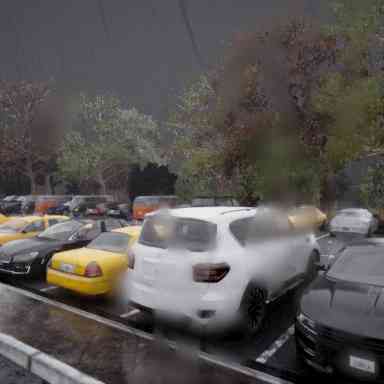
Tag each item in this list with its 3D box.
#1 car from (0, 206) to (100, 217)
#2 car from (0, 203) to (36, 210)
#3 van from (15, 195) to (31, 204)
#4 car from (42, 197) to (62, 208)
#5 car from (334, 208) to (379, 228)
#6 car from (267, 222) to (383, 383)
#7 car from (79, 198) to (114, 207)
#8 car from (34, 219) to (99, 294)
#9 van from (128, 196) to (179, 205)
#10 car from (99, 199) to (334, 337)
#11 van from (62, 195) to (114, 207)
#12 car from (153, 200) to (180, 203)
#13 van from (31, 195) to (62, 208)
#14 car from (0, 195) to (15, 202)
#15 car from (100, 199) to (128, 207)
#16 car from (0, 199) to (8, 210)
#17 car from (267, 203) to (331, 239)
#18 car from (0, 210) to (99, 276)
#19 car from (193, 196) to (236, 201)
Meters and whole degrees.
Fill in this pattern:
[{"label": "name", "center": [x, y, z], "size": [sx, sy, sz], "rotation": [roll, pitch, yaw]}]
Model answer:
[{"label": "car", "center": [-5.807, 1.540, 11.965], "size": [1.946, 1.575, 5.366], "rotation": [0, 0, 36]}, {"label": "car", "center": [-10.400, 1.524, 15.294], "size": [1.946, 1.575, 5.366], "rotation": [0, 0, 36]}, {"label": "van", "center": [-16.005, 1.344, 35.592], "size": [1.878, 1.987, 4.442], "rotation": [0, 0, 36]}, {"label": "car", "center": [-11.446, 1.539, 32.439], "size": [2.097, 1.535, 5.008], "rotation": [0, 0, 36]}, {"label": "car", "center": [8.729, 1.604, 17.810], "size": [2.002, 1.452, 4.674], "rotation": [0, 0, 36]}, {"label": "car", "center": [3.297, 1.580, 5.604], "size": [2.097, 1.535, 5.008], "rotation": [0, 0, 36]}, {"label": "car", "center": [-6.948, 1.548, 29.209], "size": [2.163, 1.488, 4.792], "rotation": [0, 0, 36]}, {"label": "car", "center": [-1.093, 1.559, 9.007], "size": [1.946, 1.575, 5.366], "rotation": [0, 0, 36]}, {"label": "van", "center": [-2.515, 1.294, 26.105], "size": [1.878, 1.987, 4.442], "rotation": [0, 0, 36]}, {"label": "car", "center": [1.064, 1.320, 7.251], "size": [2.435, 2.045, 5.566], "rotation": [0, 0, 36]}, {"label": "van", "center": [-9.258, 1.302, 30.713], "size": [1.878, 1.987, 4.442], "rotation": [0, 0, 36]}, {"label": "car", "center": [-0.257, 1.556, 24.290], "size": [2.163, 1.488, 4.792], "rotation": [0, 0, 36]}, {"label": "van", "center": [-13.625, 1.329, 34.155], "size": [1.878, 1.987, 4.442], "rotation": [0, 0, 36]}, {"label": "car", "center": [-18.196, 1.333, 37.288], "size": [2.435, 2.045, 5.566], "rotation": [0, 0, 36]}, {"label": "car", "center": [-4.811, 1.546, 27.660], "size": [2.163, 1.488, 4.792], "rotation": [0, 0, 36]}, {"label": "car", "center": [-27.251, 1.684, 43.888], "size": [2.002, 1.452, 4.674], "rotation": [0, 0, 36]}, {"label": "car", "center": [6.379, 1.552, 19.288], "size": [1.946, 1.575, 5.366], "rotation": [0, 0, 36]}, {"label": "car", "center": [-3.446, 1.554, 10.491], "size": [2.231, 1.521, 4.892], "rotation": [0, 0, 36]}, {"label": "car", "center": [2.020, 1.285, 22.711], "size": [2.435, 2.045, 5.566], "rotation": [0, 0, 36]}]
